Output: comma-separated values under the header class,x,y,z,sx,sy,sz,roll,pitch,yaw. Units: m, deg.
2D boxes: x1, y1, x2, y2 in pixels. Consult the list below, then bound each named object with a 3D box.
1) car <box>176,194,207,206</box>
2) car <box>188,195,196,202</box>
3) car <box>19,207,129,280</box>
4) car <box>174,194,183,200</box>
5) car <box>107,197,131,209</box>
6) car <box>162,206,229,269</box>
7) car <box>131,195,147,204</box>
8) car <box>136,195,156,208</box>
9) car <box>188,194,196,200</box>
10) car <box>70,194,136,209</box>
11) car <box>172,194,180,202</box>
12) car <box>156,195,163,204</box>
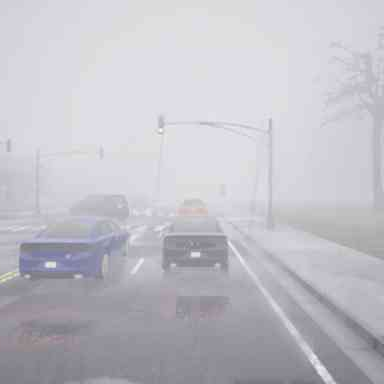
class,x,y,z,sx,sy,sz,roll,pitch,yaw
car,0.105,1.286,26.309,2.097,1.767,4.553,0,0,0
car,0.011,1.311,70.078,1.812,1.442,4.674,0,0,0
car,-3.148,1.453,9.880,1.882,1.535,5.008,0,0,0
car,-3.237,1.164,80.083,1.994,1.385,4.181,0,0,0
car,-9.830,1.424,44.970,2.033,1.411,5.357,0,0,0
car,0.102,1.450,11.019,1.882,1.535,5.008,0,0,0
car,-9.769,1.370,61.199,2.033,1.411,5.357,0,0,1
car,-6.577,1.228,45.147,2.097,1.767,4.553,0,0,0
car,0.013,1.136,80.082,1.812,1.442,4.674,0,0,0
car,-7.017,1.162,25.029,5.566,2.045,2.150,0,-1,43
car,-3.239,1.328,69.662,2.033,1.411,5.357,0,0,0
car,-6.527,1.302,61.061,1.882,1.535,5.008,0,0,1
